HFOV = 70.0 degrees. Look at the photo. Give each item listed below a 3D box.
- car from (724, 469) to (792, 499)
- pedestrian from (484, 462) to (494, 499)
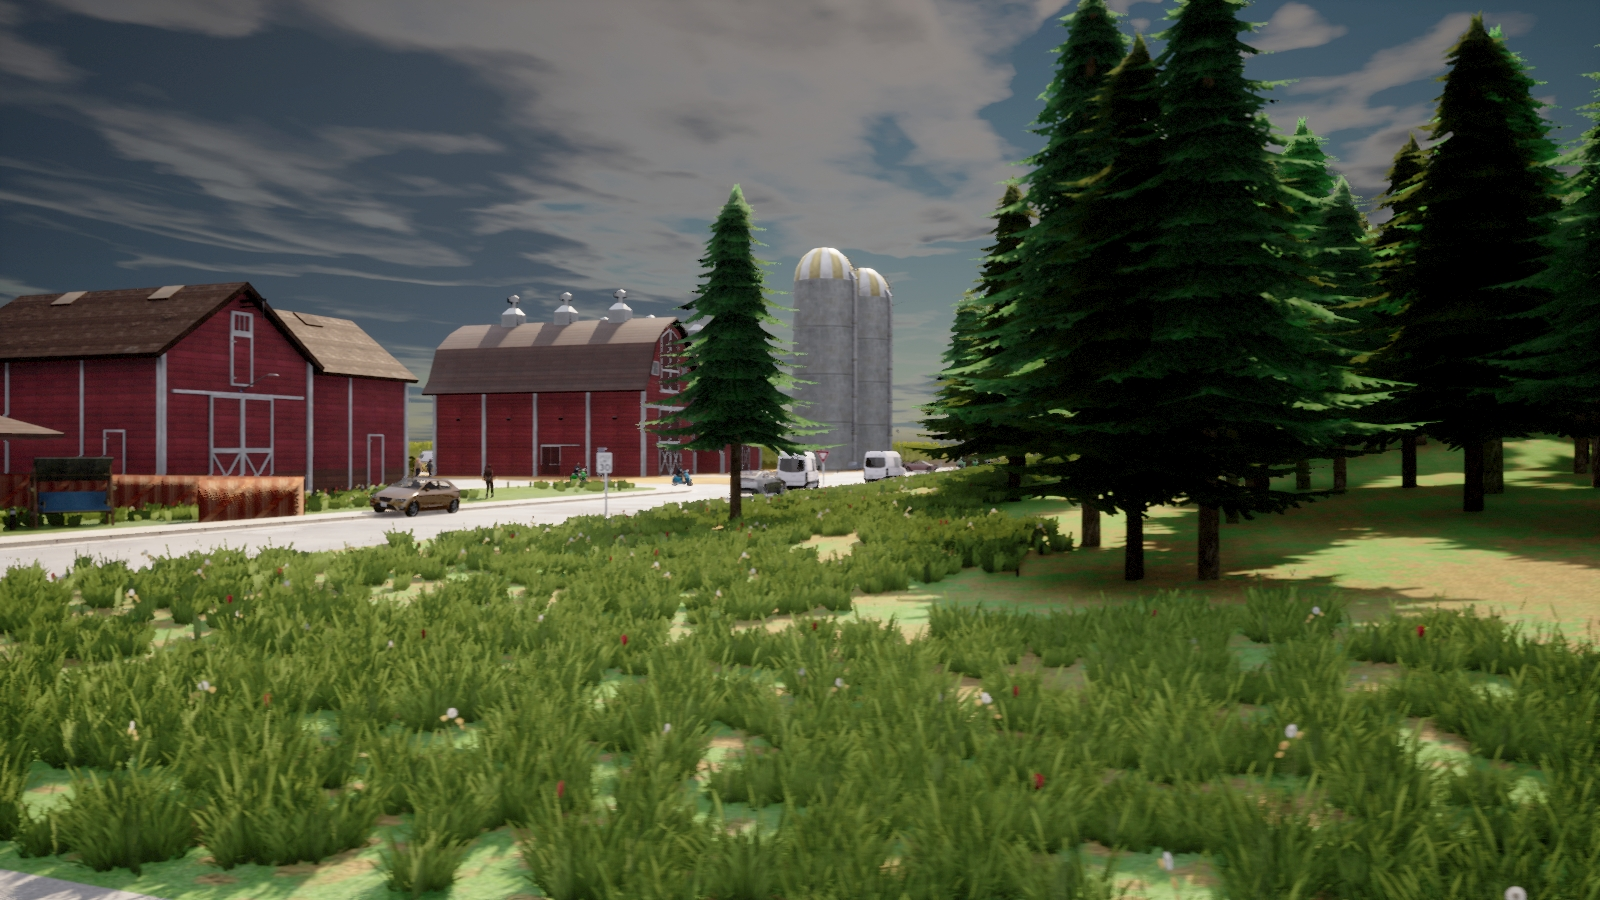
[{"bbox_3d":[-2.312,1.890,64.137,2.128,1.511,4.902,0,0,20],"label":"car"},{"bbox_3d":[-15.529,1.522,57.071,0.375,1.860,0.375,0,0,9],"label":"pedestrian"}]
